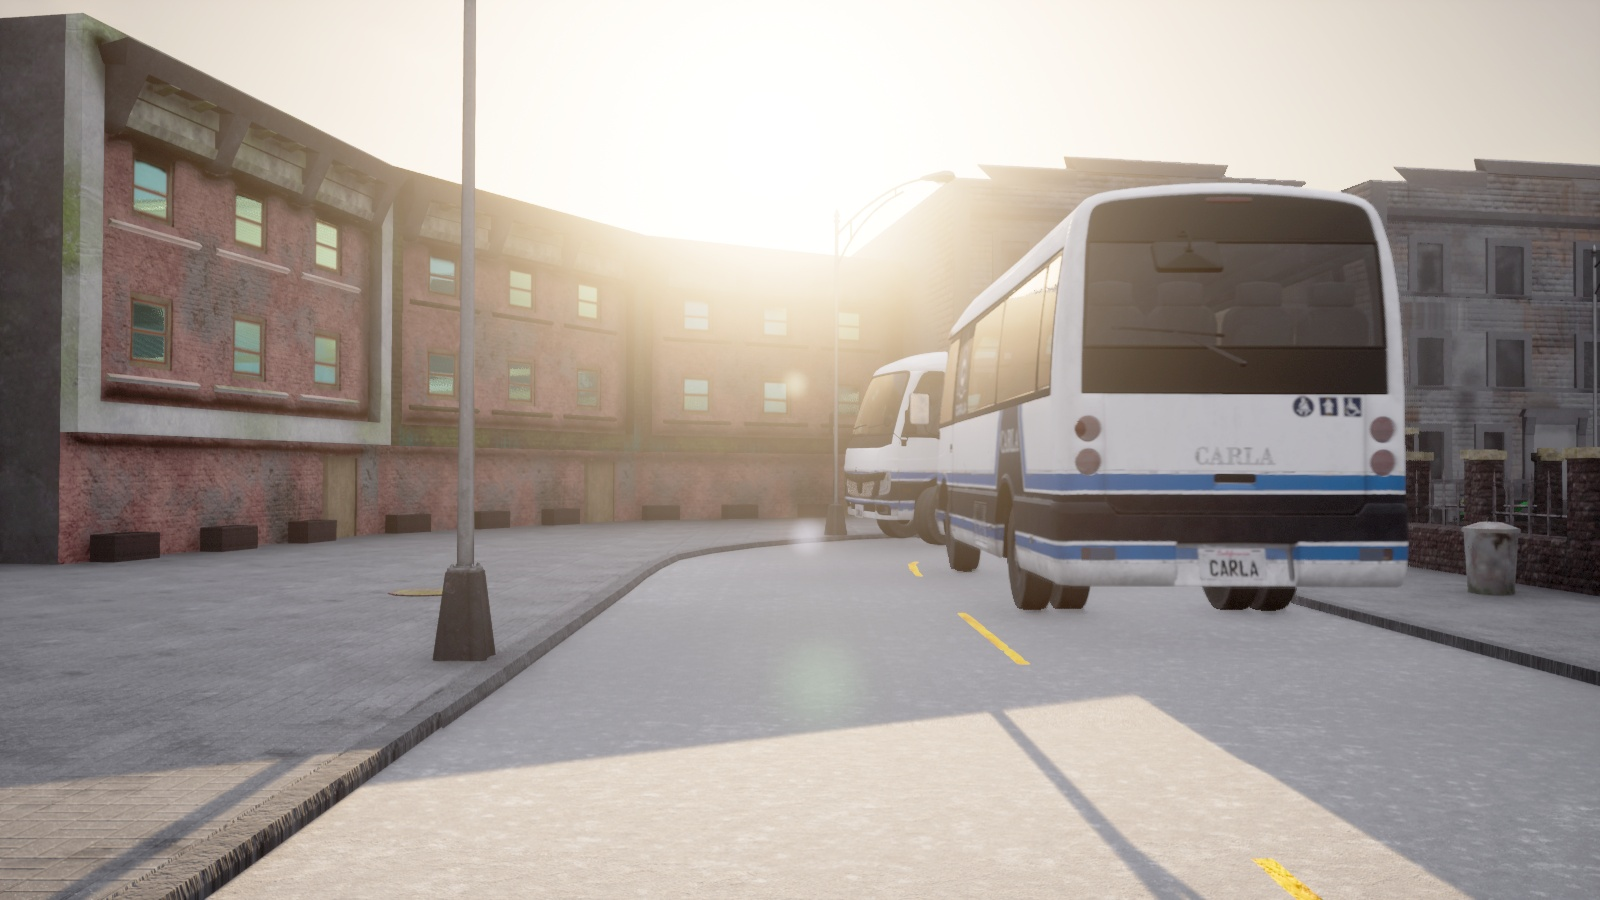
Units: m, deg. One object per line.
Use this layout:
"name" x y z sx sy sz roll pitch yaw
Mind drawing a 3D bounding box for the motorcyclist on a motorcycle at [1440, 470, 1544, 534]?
"motorcyclist on a motorcycle" 16.621 1.236 30.178 2.044 1.523 0.797 0 -1 0

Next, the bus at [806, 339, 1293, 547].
"bus" 5.595 -0.108 28.820 10.273 4.253 3.944 0 0 -14

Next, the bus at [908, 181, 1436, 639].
"bus" 3.897 -0.295 16.822 3.944 4.253 10.273 0 -1 0
